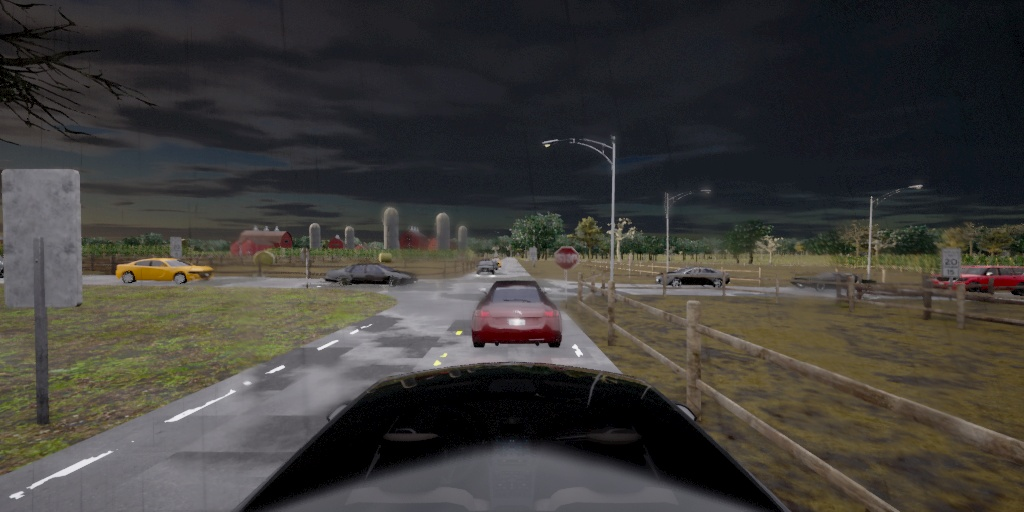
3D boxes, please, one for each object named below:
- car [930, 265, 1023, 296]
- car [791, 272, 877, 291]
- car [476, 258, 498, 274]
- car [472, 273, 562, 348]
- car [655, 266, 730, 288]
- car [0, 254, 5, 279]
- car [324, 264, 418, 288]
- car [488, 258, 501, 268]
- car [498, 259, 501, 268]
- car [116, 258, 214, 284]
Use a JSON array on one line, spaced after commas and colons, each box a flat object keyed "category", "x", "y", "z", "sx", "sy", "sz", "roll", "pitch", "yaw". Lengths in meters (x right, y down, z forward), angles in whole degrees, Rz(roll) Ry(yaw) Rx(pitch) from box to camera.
[{"category": "car", "x": 33.338, "y": 1.681, "z": 25.530, "sx": 5.566, "sy": 2.045, "sz": 2.150, "roll": 1, "pitch": 1, "yaw": 0}, {"category": "car", "x": 22.719, "y": 1.811, "z": 25.480, "sx": 4.718, "sy": 1.301, "sz": 1.895, "roll": 1, "pitch": 1, "yaw": 0}, {"category": "car", "x": -2.801, "y": 1.224, "z": 39.631, "sx": 1.837, "sy": 1.490, "sz": 4.892, "roll": 0, "pitch": 0, "yaw": -1}, {"category": "car", "x": 0.099, "y": 1.311, "z": 9.267, "sx": 1.994, "sy": 1.385, "sz": 4.181, "roll": 0, "pitch": 0, "yaw": 0}, {"category": "car", "x": 12.755, "y": 1.486, "z": 25.420, "sx": 4.902, "sy": 1.511, "sz": 2.128, "roll": 1, "pitch": 1, "yaw": 0}, {"category": "car", "x": -32.838, "y": 0.593, "z": 22.213, "sx": 4.553, "sy": 1.767, "sz": 2.097, "roll": 1, "pitch": 1, "yaw": 0}, {"category": "car", "x": -8.702, "y": 1.181, "z": 22.344, "sx": 5.357, "sy": 1.411, "sz": 2.033, "roll": 1, "pitch": 1, "yaw": 0}, {"category": "car", "x": -2.793, "y": 1.161, "z": 59.668, "sx": 1.882, "sy": 1.535, "sz": 5.008, "roll": 0, "pitch": 0, "yaw": 1}, {"category": "car", "x": -2.835, "y": 1.195, "z": 49.010, "sx": 2.128, "sy": 1.511, "sz": 4.902, "roll": 0, "pitch": 0, "yaw": 0}, {"category": "car", "x": -21.415, "y": 0.894, "z": 22.272, "sx": 5.008, "sy": 1.535, "sz": 1.882, "roll": 1, "pitch": 1, "yaw": 0}]
